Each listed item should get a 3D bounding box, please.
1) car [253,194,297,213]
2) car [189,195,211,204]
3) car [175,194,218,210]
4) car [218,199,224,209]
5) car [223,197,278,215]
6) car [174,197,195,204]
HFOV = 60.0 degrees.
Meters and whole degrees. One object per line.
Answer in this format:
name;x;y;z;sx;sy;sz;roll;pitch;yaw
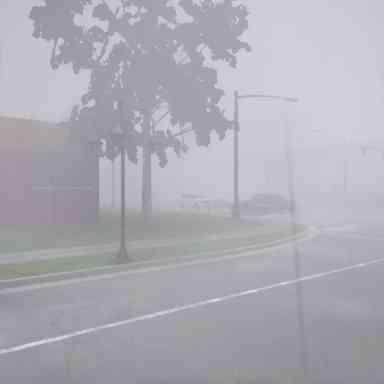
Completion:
car;8.925;1.231;36.932;2.150;2.045;5.566;0;0;-34
car;1.618;1.490;66.959;1.882;1.535;5.008;0;0;-34
car;0.460;1.229;43.331;2.150;2.045;5.566;0;0;-34
car;3.725;1.573;44.740;1.994;1.385;4.181;0;0;-34
car;6.043;1.555;34.950;2.033;1.411;5.357;0;0;-34
car;-1.566;1.612;65.423;1.895;1.301;4.718;0;0;-34
